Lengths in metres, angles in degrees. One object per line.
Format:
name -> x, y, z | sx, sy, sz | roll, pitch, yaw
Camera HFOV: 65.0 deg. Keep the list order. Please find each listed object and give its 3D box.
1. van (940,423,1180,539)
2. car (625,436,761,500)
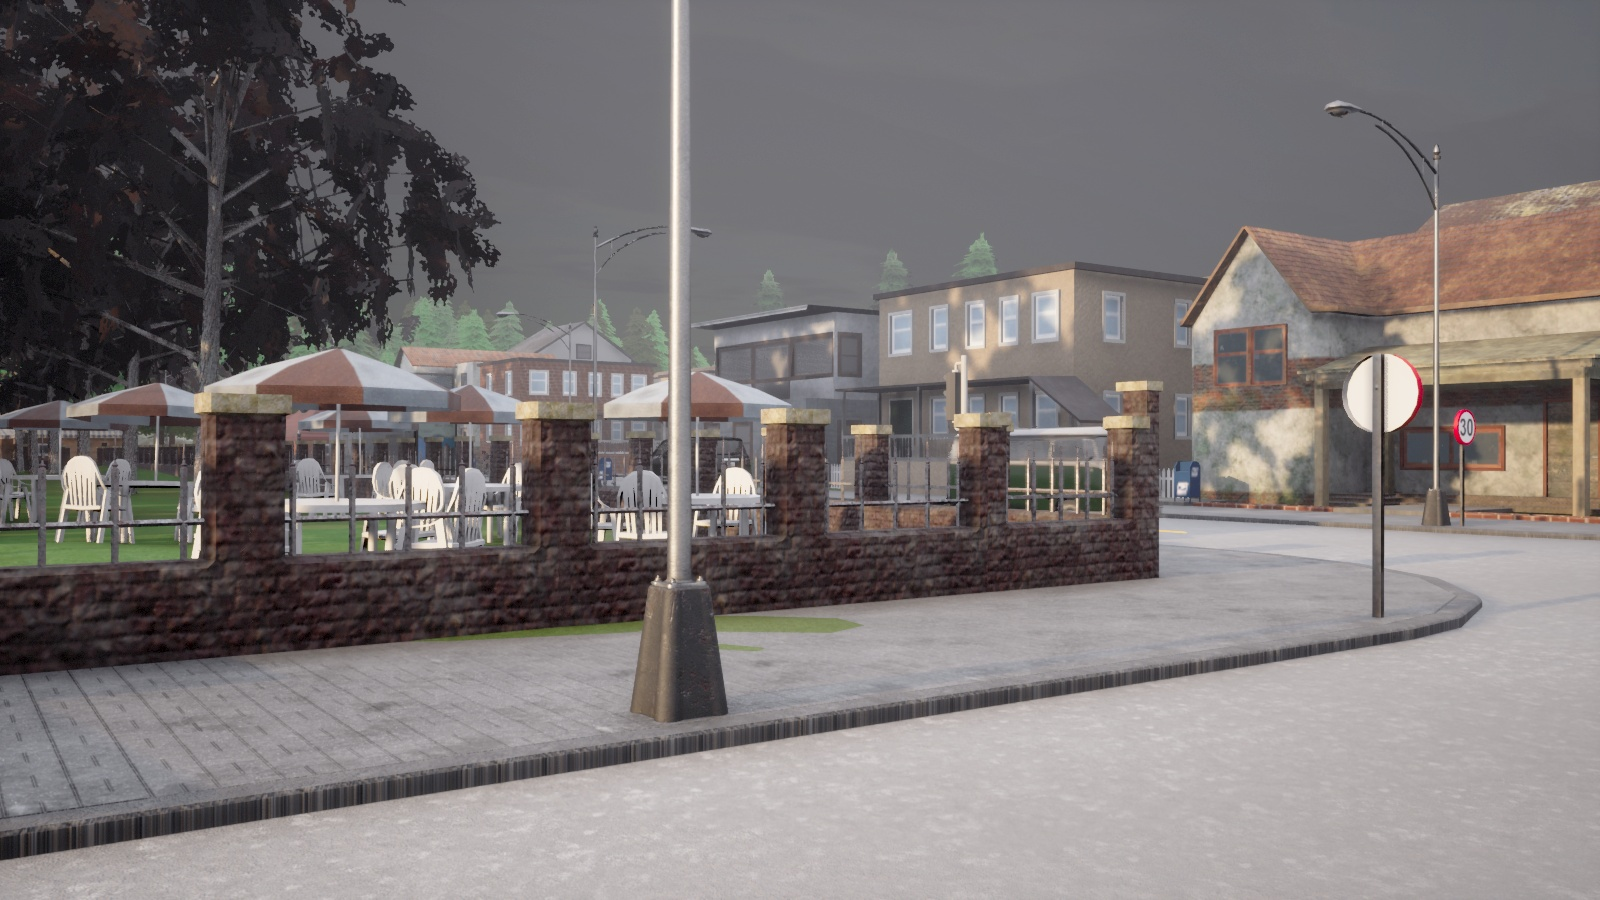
van -> 4.819, 0.547, 23.859 | 1.775, 1.987, 4.442 | 0, 0, -35
car -> -3.768, 0.577, 43.111 | 2.150, 2.045, 5.566 | 0, 0, -35
